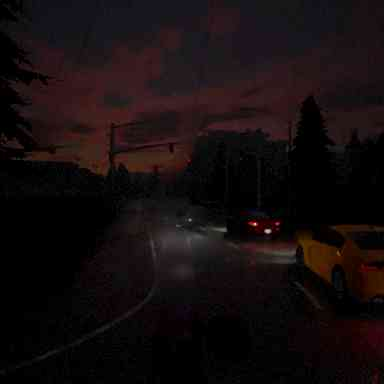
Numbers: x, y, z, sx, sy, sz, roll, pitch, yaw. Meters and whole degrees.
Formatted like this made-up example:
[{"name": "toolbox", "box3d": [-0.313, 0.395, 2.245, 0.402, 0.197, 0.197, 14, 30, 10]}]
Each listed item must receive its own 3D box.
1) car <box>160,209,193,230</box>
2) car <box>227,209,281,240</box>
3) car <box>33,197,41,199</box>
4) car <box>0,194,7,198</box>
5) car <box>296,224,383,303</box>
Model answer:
[{"name": "car", "box3d": [-1.133, 1.811, 22.462, 1.895, 1.301, 4.718, 0, 0, -9]}, {"name": "car", "box3d": [3.180, 1.650, 17.659, 1.812, 1.442, 4.674, 0, 0, -8]}, {"name": "car", "box3d": [-22.429, 1.575, 47.603, 2.152, 1.636, 5.027, 0, 0, -8]}, {"name": "car", "box3d": [-41.362, 1.442, 71.439, 1.932, 1.855, 4.605, 0, 0, -8]}, {"name": "car", "box3d": [4.083, 1.544, 8.321, 1.882, 1.535, 5.008, 0, -1, 4]}]
